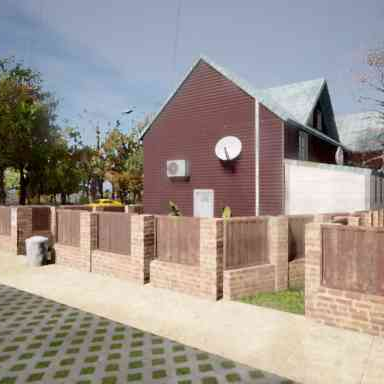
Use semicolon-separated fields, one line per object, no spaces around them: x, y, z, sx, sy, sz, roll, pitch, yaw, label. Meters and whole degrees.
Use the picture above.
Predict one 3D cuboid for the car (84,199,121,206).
-10.110;1.574;37.131;1.882;1.535;5.008;0;0;36;car
